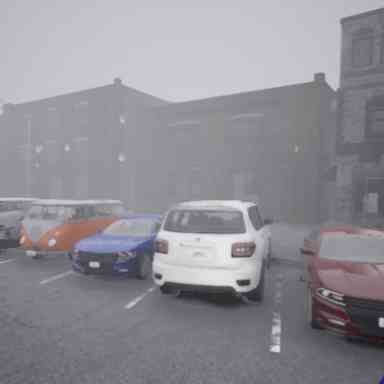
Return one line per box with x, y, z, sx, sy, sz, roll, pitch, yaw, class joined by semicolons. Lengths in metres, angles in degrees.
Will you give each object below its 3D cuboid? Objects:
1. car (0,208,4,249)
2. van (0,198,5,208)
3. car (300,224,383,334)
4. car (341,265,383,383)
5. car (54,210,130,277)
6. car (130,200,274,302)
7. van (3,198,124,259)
-6.529;1.500;13.788;2.163;1.488;4.792;0;-1;15;car
-9.015;1.240;15.392;1.878;1.987;4.442;1;-1;15;van
3.262;1.482;6.775;2.097;1.535;5.008;1;-1;16;car
3.350;1.480;0.988;5.008;1.535;1.882;0;0;35;car
-1.630;1.476;10.267;2.097;1.535;5.008;1;-1;16;car
0.820;1.228;8.549;2.435;2.045;5.566;0;-1;15;car
-4.105;1.246;11.900;1.878;1.987;4.442;1;-1;15;van
